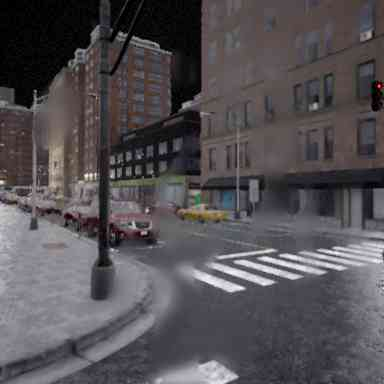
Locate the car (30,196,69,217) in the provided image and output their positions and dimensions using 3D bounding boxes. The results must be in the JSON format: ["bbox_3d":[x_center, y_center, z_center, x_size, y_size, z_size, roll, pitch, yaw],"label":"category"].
[{"bbox_3d":[-12.480,1.340,28.882,1.887,1.381,4.507,1,0,-34],"label":"car"}]

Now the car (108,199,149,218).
[{"bbox_3d":[-5.666,1.402,29.260,1.812,1.442,4.674,1,0,-34],"label":"car"}]

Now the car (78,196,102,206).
[{"bbox_3d":[-14.588,1.264,47.281,2.008,1.369,4.403,1,0,-34],"label":"car"}]

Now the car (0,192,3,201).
[{"bbox_3d":[-30.749,1.052,56.027,1.752,1.417,4.829,1,0,-34],"label":"car"}]

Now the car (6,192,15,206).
[{"bbox_3d":[-24.723,1.151,47.073,1.887,1.381,4.507,1,0,-34],"label":"car"}]

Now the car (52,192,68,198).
[{"bbox_3d":[-23.865,1.111,61.065,1.752,1.417,4.829,1,0,-34],"label":"car"}]

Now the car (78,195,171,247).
[{"bbox_3d":[-3.293,1.272,15.241,2.192,1.841,5.009,2,0,-34],"label":"car"}]

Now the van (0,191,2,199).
[{"bbox_3d":[-46.147,0.702,78.909,1.690,1.788,3.998,1,0,-34],"label":"van"}]

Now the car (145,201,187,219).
[{"bbox_3d":[-2.345,1.490,29.088,1.802,1.307,4.206,1,0,-34],"label":"car"}]

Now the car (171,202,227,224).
[{"bbox_3d":[0.622,1.486,24.681,1.752,1.417,4.829,1,0,-34],"label":"car"}]

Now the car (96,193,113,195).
[{"bbox_3d":[-11.522,1.075,42.734,2.192,1.841,5.009,1,0,-34],"label":"car"}]

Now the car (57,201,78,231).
[{"bbox_3d":[-6.359,1.446,19.787,1.887,1.381,4.507,2,0,-34],"label":"car"}]

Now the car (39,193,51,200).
[{"bbox_3d":[-33.050,1.008,74.711,1.752,1.417,4.829,1,0,-34],"label":"car"}]

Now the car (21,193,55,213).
[{"bbox_3d":[-15.539,1.186,33.431,1.967,1.590,4.097,1,0,-34],"label":"car"}]

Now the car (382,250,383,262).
[{"bbox_3d":[8.363,1.744,10.377,4.674,1.442,1.812,0,1,-11],"label":"car"}]

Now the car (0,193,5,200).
[{"bbox_3d":[-43.090,0.957,74.359,1.947,1.339,4.313,1,0,-34],"label":"car"}]

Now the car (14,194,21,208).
[{"bbox_3d":[-18.602,1.249,37.978,2.008,1.369,4.403,1,0,-34],"label":"car"}]

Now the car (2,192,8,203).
[{"bbox_3d":[-27.783,1.006,51.622,1.967,1.590,4.097,1,0,-34],"label":"car"}]

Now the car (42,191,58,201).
[{"bbox_3d":[-29.889,0.831,70.022,2.192,1.841,5.009,1,0,-34],"label":"car"}]
